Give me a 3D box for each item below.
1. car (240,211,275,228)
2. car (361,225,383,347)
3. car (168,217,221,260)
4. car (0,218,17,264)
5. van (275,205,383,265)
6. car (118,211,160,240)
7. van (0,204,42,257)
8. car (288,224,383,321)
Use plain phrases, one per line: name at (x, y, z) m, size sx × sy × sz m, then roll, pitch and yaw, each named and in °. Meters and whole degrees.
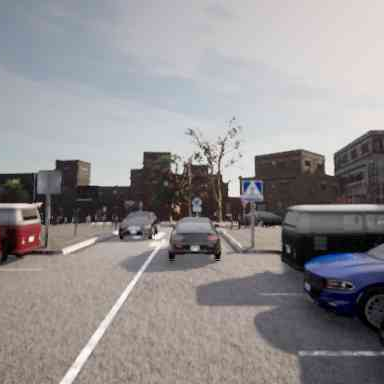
car at (6.800, 2.548, 30.873) m, size 5.008 × 1.535 × 1.882 m, roll 2°, pitch -5°, yaw -30°
car at (4.649, 1.373, 3.513) m, size 4.553 × 1.767 × 2.185 m, roll 0°, pitch 0°, yaw 0°
car at (0.100, 1.689, 12.931) m, size 1.812 × 1.442 × 4.674 m, roll 0°, pitch -2°, yaw 0°
car at (-7.679, 1.580, 8.815) m, size 4.792 × 1.488 × 2.163 m, roll 0°, pitch -1°, yaw 0°
van at (4.798, 1.330, 9.079) m, size 4.442 × 1.987 × 1.878 m, roll 0°, pitch -1°, yaw 0°
car at (-3.000, 1.897, 19.535) m, size 2.128 × 1.511 × 4.902 m, roll 0°, pitch -3°, yaw 0°
van at (-7.766, 1.382, 11.606) m, size 4.442 × 1.987 × 1.878 m, roll 0°, pitch -1°, yaw 0°
car at (4.686, 1.518, 6.302) m, size 5.008 × 1.535 × 2.097 m, roll 0°, pitch -1°, yaw 0°
